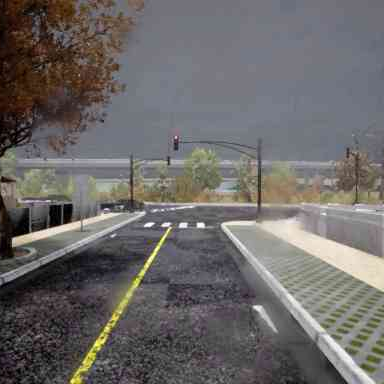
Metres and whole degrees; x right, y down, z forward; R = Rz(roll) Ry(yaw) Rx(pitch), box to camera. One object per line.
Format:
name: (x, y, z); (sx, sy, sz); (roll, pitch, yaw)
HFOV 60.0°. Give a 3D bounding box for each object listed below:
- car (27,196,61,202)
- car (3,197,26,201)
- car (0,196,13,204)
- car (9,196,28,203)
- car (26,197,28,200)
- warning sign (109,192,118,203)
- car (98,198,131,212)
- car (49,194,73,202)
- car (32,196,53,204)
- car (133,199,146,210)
car: (-22.578, 1.842, 50.616); (4.674, 1.442, 1.812); (0, 2, 36)
car: (-34.176, 1.679, 63.165); (4.553, 1.767, 2.097); (-1, 2, 36)
car: (-40.872, 1.695, 72.047); (4.892, 1.490, 1.837); (-1, 2, 36)
car: (-38.984, 1.680, 74.694); (4.718, 1.301, 1.895); (-1, 2, 36)
car: (-32.660, 1.746, 66.085); (4.674, 1.442, 1.812); (-1, 2, 36)
warning sign: (-14.246, 0.995, 60.260); (1.060, 1.860, 1.300); (2, 1, 36)
car: (-10.491, 1.703, 41.821); (4.902, 1.511, 2.128); (-1, 2, 36)
car: (-21.155, 1.432, 53.587); (5.566, 2.045, 2.150); (-1, 2, 36)
car: (-30.859, 1.630, 68.791); (4.674, 1.442, 1.812); (-1, 2, 36)
car: (-8.308, 1.604, 44.252); (4.892, 1.490, 1.837); (-1, 2, 36)
